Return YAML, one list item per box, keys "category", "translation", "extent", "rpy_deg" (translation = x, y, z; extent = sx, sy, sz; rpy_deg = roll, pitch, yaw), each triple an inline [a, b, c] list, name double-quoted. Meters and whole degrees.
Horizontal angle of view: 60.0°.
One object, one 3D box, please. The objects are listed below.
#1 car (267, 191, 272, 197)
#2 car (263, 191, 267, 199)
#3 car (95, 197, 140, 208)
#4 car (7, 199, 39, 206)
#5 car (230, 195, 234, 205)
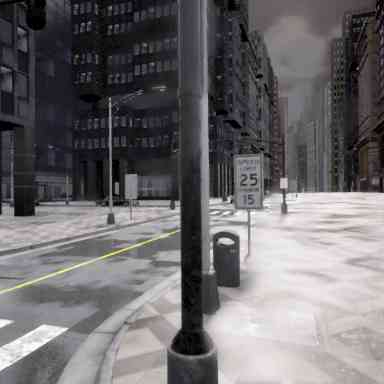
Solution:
- category: "car"
  translation: [15.689, 0.412, 69.761]
  extent: [1.994, 1.385, 4.181]
  rpy_deg: [-1, 1, 19]
- category: "car"
  translation: [11.164, 0.562, 56.762]
  extent: [1.837, 1.490, 4.892]
  rpy_deg: [-1, 1, 19]
- category: "car"
  translation: [-8.231, 1.154, 36.864]
  extent: [4.718, 1.301, 1.895]
  rpy_deg: [-1, 0, 19]
- category: "car"
  translation: [-23.033, 1.279, 45.337]
  extent: [4.181, 1.385, 1.994]
  rpy_deg: [-1, 0, 18]
- category: "car"
  translation: [6.080, 0.790, 41.915]
  extent: [1.882, 1.535, 5.008]
  rpy_deg: [-1, 1, 19]
